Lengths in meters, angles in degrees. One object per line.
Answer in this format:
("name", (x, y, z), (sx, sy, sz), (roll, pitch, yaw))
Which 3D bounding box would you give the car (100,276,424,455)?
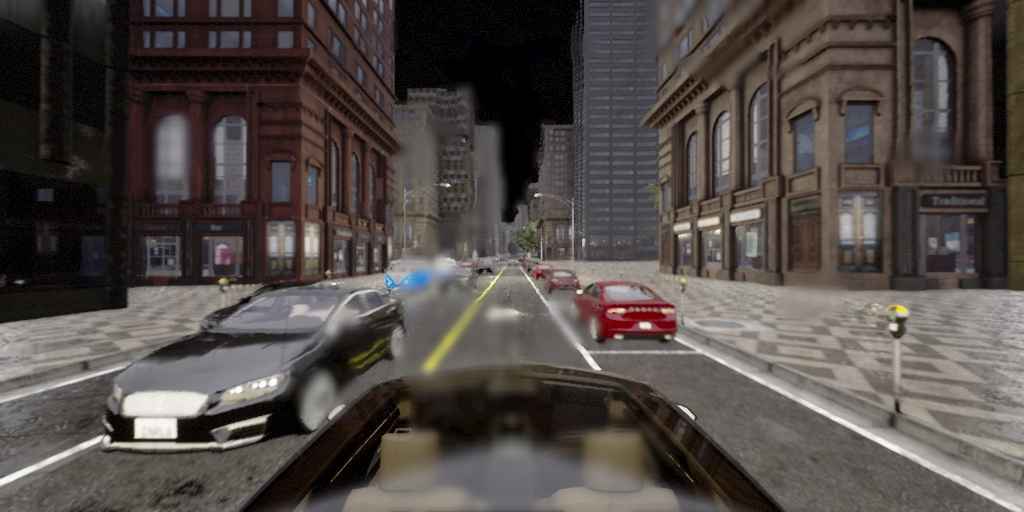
("car", (-3.094, 1.249, 5.574), (2.128, 1.511, 4.902), (0, 0, 0))

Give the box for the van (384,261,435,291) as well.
("van", (-5.732, 1.138, 20.029), (1.690, 1.789, 3.998), (0, 0, 0))

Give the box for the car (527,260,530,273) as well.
("car", (2.823, 1.427, 36.678), (1.948, 1.339, 4.313), (0, 0, 0))

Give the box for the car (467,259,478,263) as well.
("car", (-5.685, 1.464, 46.533), (1.802, 1.307, 4.207), (0, 0, 0))

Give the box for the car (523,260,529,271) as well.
("car", (2.842, 1.461, 47.477), (1.948, 1.339, 4.313), (0, 0, 0))

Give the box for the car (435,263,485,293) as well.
("car", (-3.030, 1.353, 21.328), (2.033, 1.411, 5.357), (0, 0, 1))

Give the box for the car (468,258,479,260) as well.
("car", (-5.675, 1.212, 51.834), (2.192, 1.841, 5.009), (0, 0, 0))

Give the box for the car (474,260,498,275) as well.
("car", (-2.940, 1.470, 41.249), (1.895, 1.301, 4.718), (0, 0, 0))

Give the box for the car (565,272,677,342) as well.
("car", (2.774, 1.320, 9.681), (1.888, 1.381, 4.507), (0, 0, 0))

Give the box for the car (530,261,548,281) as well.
("car", (2.813, 1.389, 31.278), (1.888, 1.381, 4.507), (0, 0, 0))

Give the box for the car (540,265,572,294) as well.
("car", (2.794, 1.391, 20.480), (1.802, 1.307, 4.207), (0, 0, 0))

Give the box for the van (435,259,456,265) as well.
("van", (-5.713, 1.173, 30.630), (1.690, 1.789, 3.998), (0, 0, 0))

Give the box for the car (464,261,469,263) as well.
("car", (-5.703, 1.431, 35.931), (1.802, 1.307, 4.207), (0, 0, 0))

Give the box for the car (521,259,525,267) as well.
("car", (2.862, 1.502, 58.277), (1.802, 1.307, 4.207), (0, 0, 0))
